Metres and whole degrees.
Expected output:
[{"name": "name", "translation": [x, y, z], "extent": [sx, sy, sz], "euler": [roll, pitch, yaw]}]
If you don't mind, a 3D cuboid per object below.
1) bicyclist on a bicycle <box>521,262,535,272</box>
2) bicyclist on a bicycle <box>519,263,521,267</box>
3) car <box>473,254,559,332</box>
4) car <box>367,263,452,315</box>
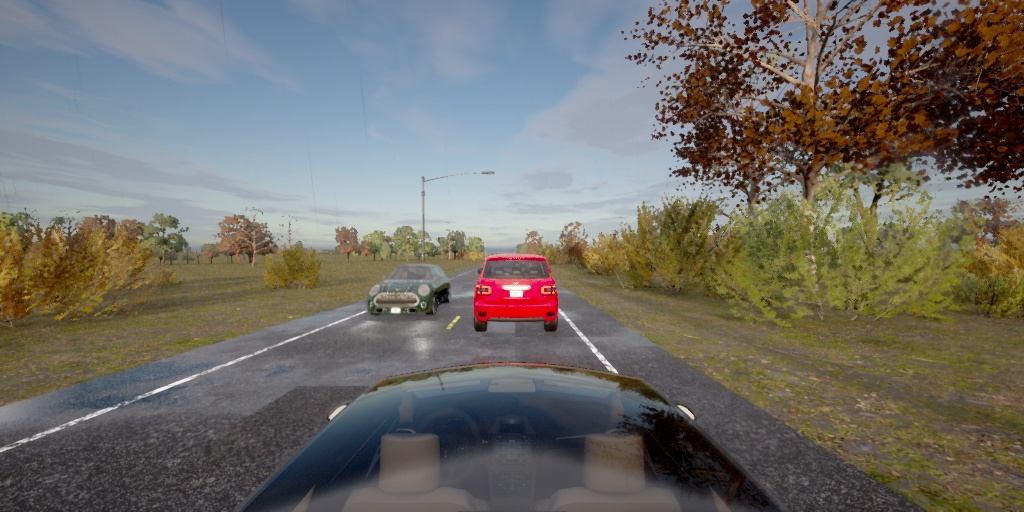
[{"name": "bicyclist on a bicycle", "translation": [0.942, 1.114, 18.714], "extent": [0.659, 1.776, 1.843], "euler": [0, 0, 0]}, {"name": "bicyclist on a bicycle", "translation": [0.902, 1.110, 28.727], "extent": [0.659, 1.776, 1.843], "euler": [0, 0, 0]}, {"name": "car", "translation": [0.091, 0.968, 11.008], "extent": [2.150, 2.045, 5.566], "euler": [0, 0, 0]}, {"name": "car", "translation": [-3.612, 1.098, 13.363], "extent": [2.097, 1.767, 4.553], "euler": [0, 0, 0]}]
